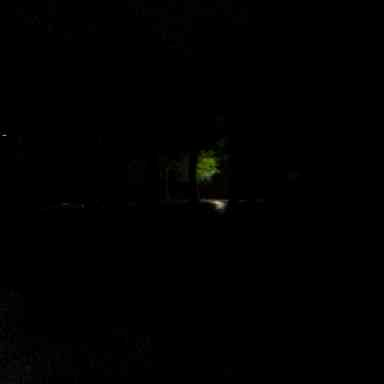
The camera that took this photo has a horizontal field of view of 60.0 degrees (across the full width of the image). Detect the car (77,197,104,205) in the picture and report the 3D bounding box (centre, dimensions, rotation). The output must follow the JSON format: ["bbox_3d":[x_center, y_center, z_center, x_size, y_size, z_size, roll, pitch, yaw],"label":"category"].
[{"bbox_3d":[-17.010,1.358,55.968,1.812,1.442,4.674,-1,0,34],"label":"car"}]
